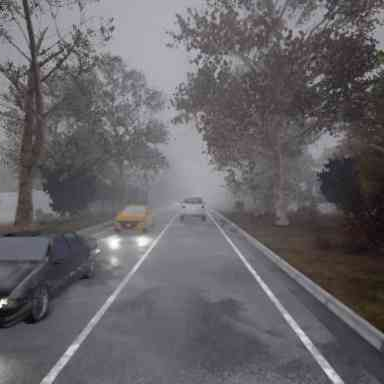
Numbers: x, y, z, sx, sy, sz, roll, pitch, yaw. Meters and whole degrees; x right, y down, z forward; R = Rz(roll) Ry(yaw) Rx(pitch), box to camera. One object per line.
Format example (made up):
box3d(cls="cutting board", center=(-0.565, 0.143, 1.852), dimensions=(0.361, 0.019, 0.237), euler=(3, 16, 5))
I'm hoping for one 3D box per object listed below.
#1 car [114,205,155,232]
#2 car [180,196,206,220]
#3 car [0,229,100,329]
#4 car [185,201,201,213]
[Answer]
box3d(cls="car", center=(-3.519, 1.588, 21.035), dimensions=(1.882, 1.535, 5.008), euler=(0, 0, 0))
box3d(cls="car", center=(0.099, 1.407, 29.903), dimensions=(2.150, 2.045, 5.566), euler=(0, 0, 0))
box3d(cls="car", center=(-3.581, 1.603, 7.558), dimensions=(2.033, 1.411, 5.357), euler=(0, 0, 0))
box3d(cls="car", center=(0.175, 1.943, 43.819), dimensions=(2.033, 1.411, 5.357), euler=(0, -1, 1))
